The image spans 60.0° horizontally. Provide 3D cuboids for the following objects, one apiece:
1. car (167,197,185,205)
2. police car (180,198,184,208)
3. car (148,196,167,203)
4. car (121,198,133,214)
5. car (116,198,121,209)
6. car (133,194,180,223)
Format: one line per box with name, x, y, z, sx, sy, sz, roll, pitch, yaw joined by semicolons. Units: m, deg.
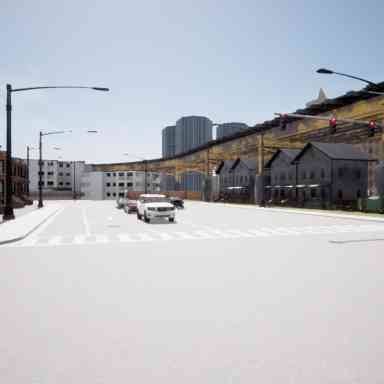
car;-2.842;1.564;59.062;1.994;1.385;4.181;0;0;-22
police car;-2.772;1.425;47.973;1.930;1.638;5.238;0;0;-19
car;-7.092;1.526;67.780;1.812;1.442;4.674;0;0;-36
car;-6.081;1.601;35.536;1.895;1.301;4.718;0;0;-19
car;-9.135;1.547;44.657;2.033;1.411;5.357;0;0;-18
car;-2.969;1.221;26.278;2.150;2.045;5.566;0;0;-19
